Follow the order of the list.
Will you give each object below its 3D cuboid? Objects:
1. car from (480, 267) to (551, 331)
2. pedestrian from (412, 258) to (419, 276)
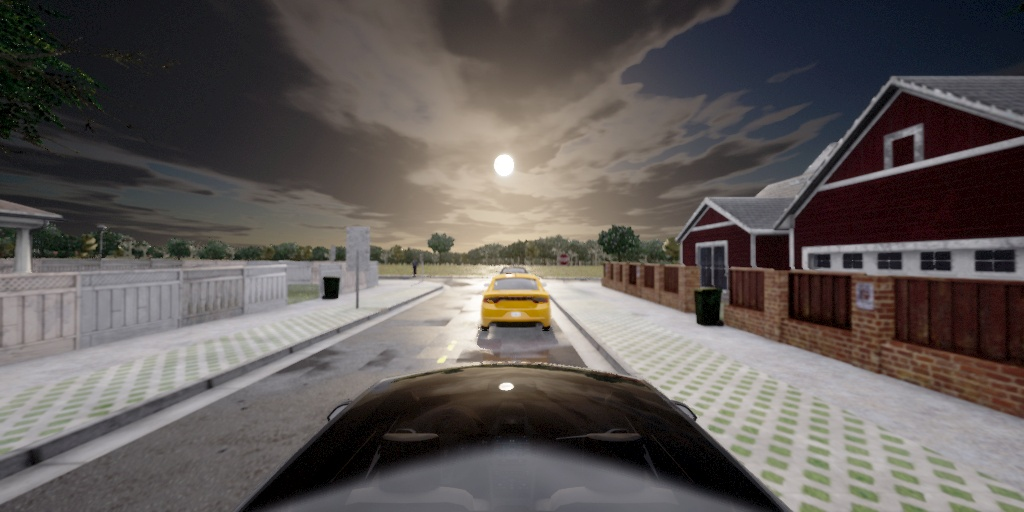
[{"bbox_3d":[0.106,1.292,11.302,1.882,1.535,5.008,0,0,0],"label":"car"},{"bbox_3d":[-9.664,1.048,35.668,0.375,1.860,0.375,0,-2,0],"label":"pedestrian"}]
